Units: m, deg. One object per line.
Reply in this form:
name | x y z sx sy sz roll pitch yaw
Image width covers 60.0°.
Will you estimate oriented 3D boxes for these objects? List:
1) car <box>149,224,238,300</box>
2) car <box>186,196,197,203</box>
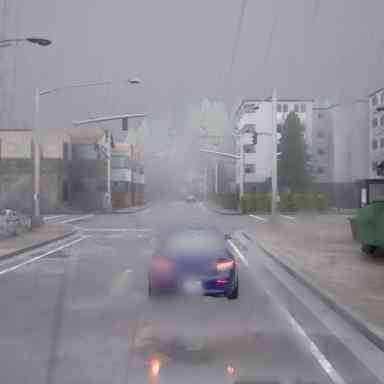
car | 0.040 1.526 8.290 1.812 1.442 4.674 0 0 0
car | -0.143 1.526 66.933 1.812 1.442 4.674 0 0 0
